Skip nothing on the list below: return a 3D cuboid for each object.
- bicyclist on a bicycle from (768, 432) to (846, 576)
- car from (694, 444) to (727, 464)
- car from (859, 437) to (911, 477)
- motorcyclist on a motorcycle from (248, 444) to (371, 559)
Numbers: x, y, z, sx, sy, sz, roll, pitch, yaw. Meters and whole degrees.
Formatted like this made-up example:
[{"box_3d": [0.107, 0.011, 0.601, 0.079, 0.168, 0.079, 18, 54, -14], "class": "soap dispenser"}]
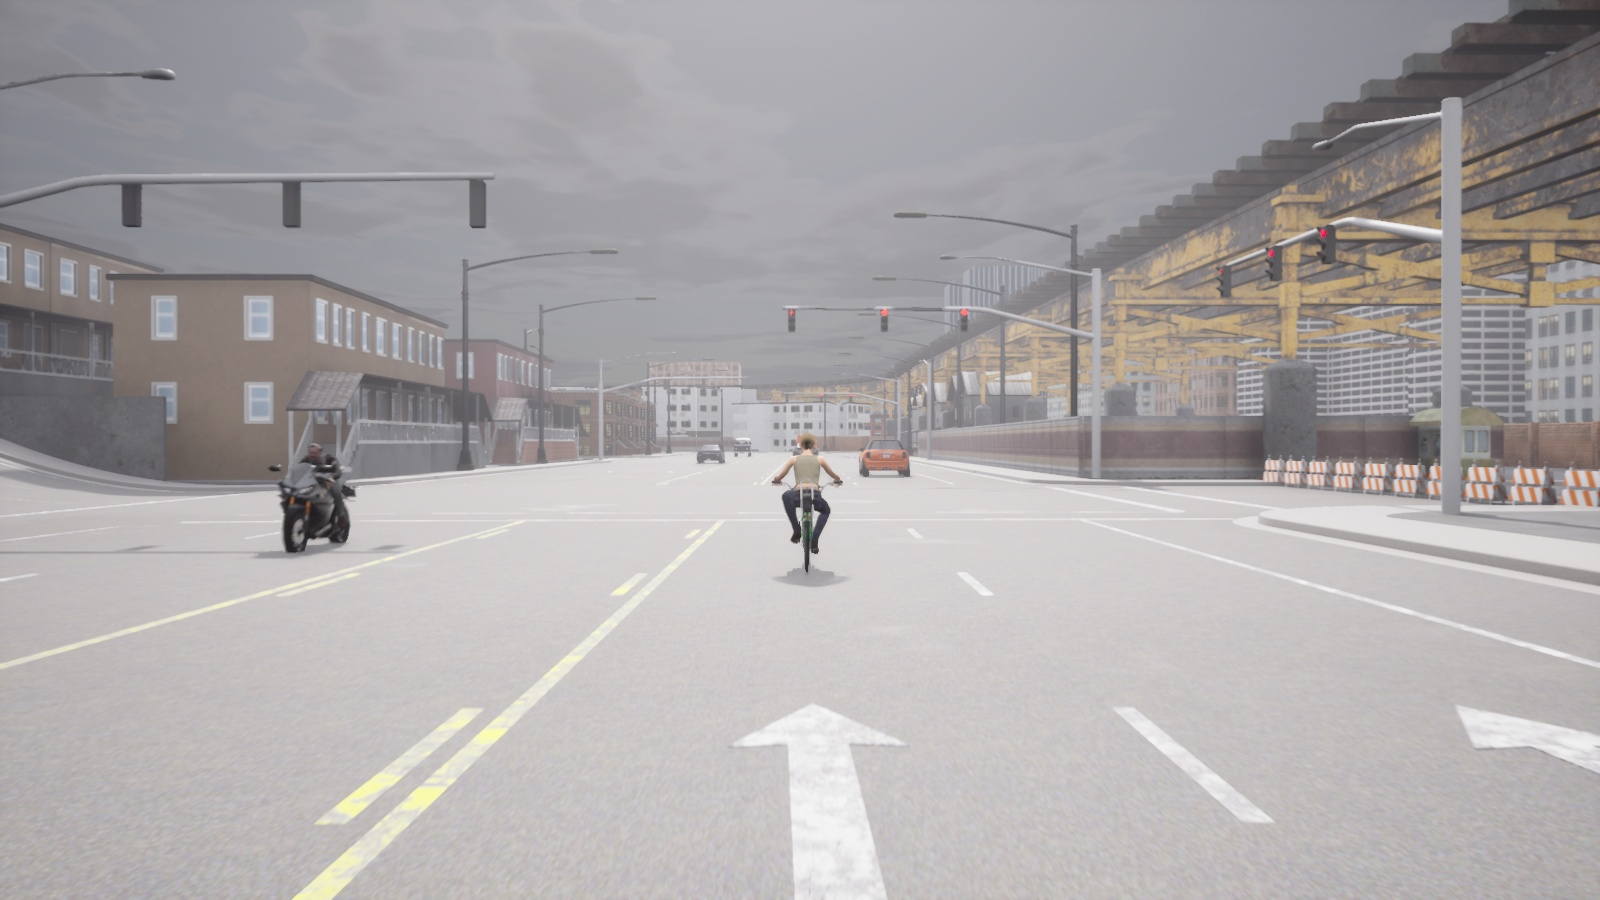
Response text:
[{"box_3d": [0.086, 0.599, 14.814, 0.866, 1.612, 1.509, 0, 0, 1], "class": "bicyclist on a bicycle"}, {"box_3d": [-6.504, 0.268, 91.951, 2.033, 1.411, 5.357, 0, 0, 0], "class": "car"}, {"box_3d": [3.815, 0.284, 57.267, 2.097, 1.767, 4.553, 0, 0, 0], "class": "car"}, {"box_3d": [-6.894, 0.675, 17.779, 0.866, 1.530, 2.191, 0, 0, 1], "class": "motorcyclist on a motorcycle"}]
